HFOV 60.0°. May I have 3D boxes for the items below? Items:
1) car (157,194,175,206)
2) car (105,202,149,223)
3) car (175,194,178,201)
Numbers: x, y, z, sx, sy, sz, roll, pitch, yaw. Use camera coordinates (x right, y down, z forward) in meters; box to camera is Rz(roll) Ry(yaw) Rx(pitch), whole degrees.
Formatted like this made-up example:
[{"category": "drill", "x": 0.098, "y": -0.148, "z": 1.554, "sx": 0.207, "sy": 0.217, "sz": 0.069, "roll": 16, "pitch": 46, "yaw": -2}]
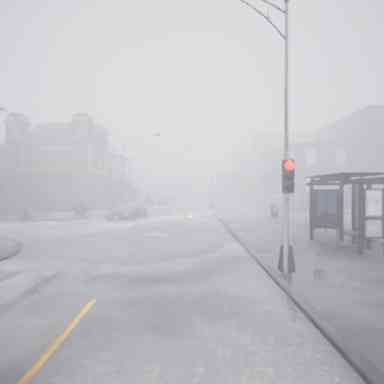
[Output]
[{"category": "car", "x": -4.094, "y": 1.365, "z": 48.981, "sx": 2.033, "sy": 1.411, "sz": 5.357, "roll": 0, "pitch": 0, "yaw": 0}, {"category": "car", "x": -4.706, "y": 1.473, "z": 25.088, "sx": 1.812, "sy": 1.442, "sz": 4.674, "roll": 0, "pitch": 1, "yaw": 13}, {"category": "car", "x": -4.141, "y": 1.218, "z": 74.586, "sx": 1.812, "sy": 1.442, "sz": 4.674, "roll": 0, "pitch": 0, "yaw": 0}]
